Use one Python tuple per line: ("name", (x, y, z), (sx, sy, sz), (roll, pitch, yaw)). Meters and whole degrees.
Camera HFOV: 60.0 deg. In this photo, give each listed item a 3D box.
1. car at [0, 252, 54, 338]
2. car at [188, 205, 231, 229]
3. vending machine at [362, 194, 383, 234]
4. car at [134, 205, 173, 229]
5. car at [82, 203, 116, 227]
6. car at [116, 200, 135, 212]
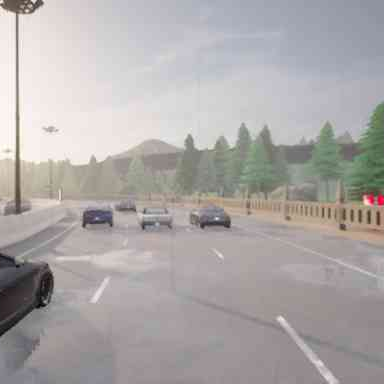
("car", (-3.752, 1.574, 5.203), (1.994, 1.385, 4.181), (0, 0, -3))
("car", (1.051, 1.541, 21.563), (1.994, 1.385, 4.181), (0, 0, -12))
("vending machine", (9.881, 1.142, 17.774), (1.100, 2.100, 0.880), (0, 0, -9))
("car", (-2.503, 1.592, 21.697), (1.895, 1.301, 4.718), (0, 0, -12))
("car", (-6.355, 1.482, 22.780), (1.882, 1.535, 5.008), (0, 0, -13))
("car", (-7.777, 1.560, 38.578), (1.994, 1.385, 4.181), (0, 0, -21))
